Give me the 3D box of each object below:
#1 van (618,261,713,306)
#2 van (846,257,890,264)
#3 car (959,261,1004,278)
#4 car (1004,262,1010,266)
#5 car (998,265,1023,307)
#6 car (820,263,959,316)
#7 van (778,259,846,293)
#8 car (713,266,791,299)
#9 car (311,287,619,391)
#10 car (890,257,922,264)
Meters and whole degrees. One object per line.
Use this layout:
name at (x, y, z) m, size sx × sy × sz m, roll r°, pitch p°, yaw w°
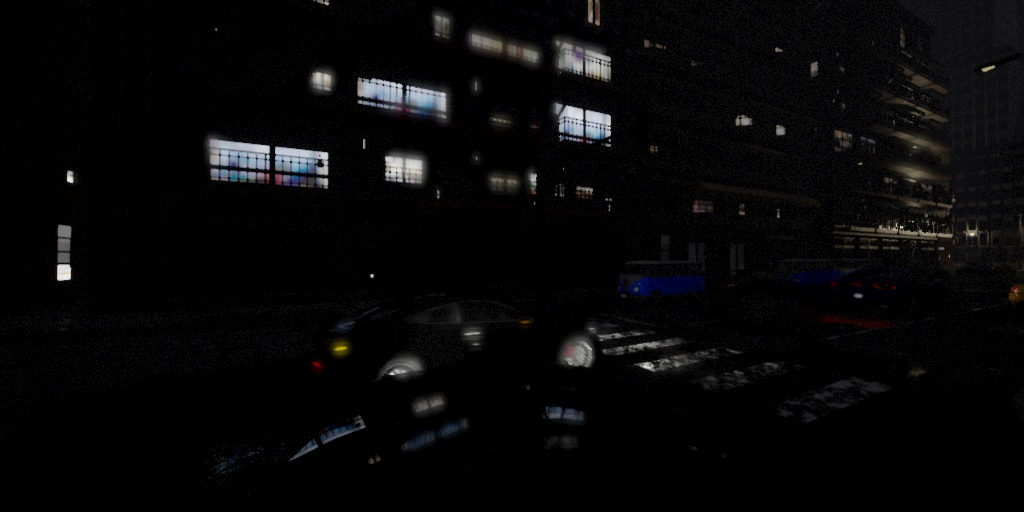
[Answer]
van at (6.370, 1.081, 15.290) m, size 3.998 × 1.789 × 1.690 m, roll 0°, pitch 0°, yaw -26°
van at (21.632, 1.043, 22.597) m, size 3.998 × 1.789 × 1.690 m, roll 0°, pitch 0°, yaw -26°
car at (41.982, 1.240, 32.341) m, size 4.207 × 1.307 × 1.802 m, roll 0°, pitch 0°, yaw -26°
car at (46.916, 1.173, 34.703) m, size 4.829 × 1.417 × 1.751 m, roll 0°, pitch 0°, yaw -26°
car at (20.102, 1.161, 13.128) m, size 4.829 × 1.417 × 1.751 m, roll 0°, pitch 0°, yaw -26°
car at (13.622, 1.161, 12.890) m, size 5.008 × 1.535 × 1.882 m, roll 0°, pitch -1°, yaw -26°
van at (16.545, 1.055, 20.162) m, size 3.998 × 1.789 × 1.690 m, roll 0°, pitch 0°, yaw -26°
car at (11.458, 1.309, 17.726) m, size 4.207 × 1.307 × 1.802 m, roll 0°, pitch 0°, yaw -26°
car at (-0.692, 1.286, 6.019) m, size 4.674 × 1.442 × 1.812 m, roll 0°, pitch 0°, yaw -26°
car at (26.720, 1.005, 25.033) m, size 5.009 × 1.841 × 2.192 m, roll 0°, pitch 0°, yaw -26°
